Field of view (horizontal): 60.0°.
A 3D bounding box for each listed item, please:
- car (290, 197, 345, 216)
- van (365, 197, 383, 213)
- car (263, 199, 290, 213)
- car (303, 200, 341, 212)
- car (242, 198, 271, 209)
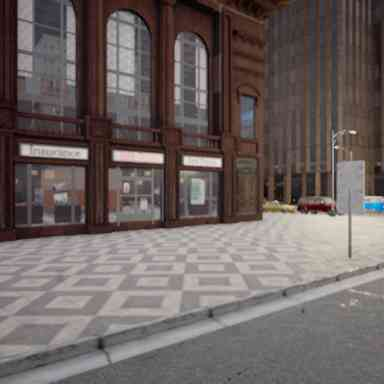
[{"bbox_3d":[12.708,1.387,32.678,2.192,1.841,5.009,-1,0,-35],"label":"car"},{"bbox_3d":[19.672,1.415,37.596,1.690,1.788,3.998,-1,0,-35],"label":"van"},{"bbox_3d":[9.570,1.664,37.136,1.752,1.417,4.829,-1,0,-35],"label":"car"},{"bbox_3d":[16.437,1.724,42.193,1.802,1.307,4.206,-1,0,-35],"label":"car"},{"bbox_3d":[9.956,1.718,51.387,1.967,1.590,4.097,-1,0,-35],"label":"car"}]
